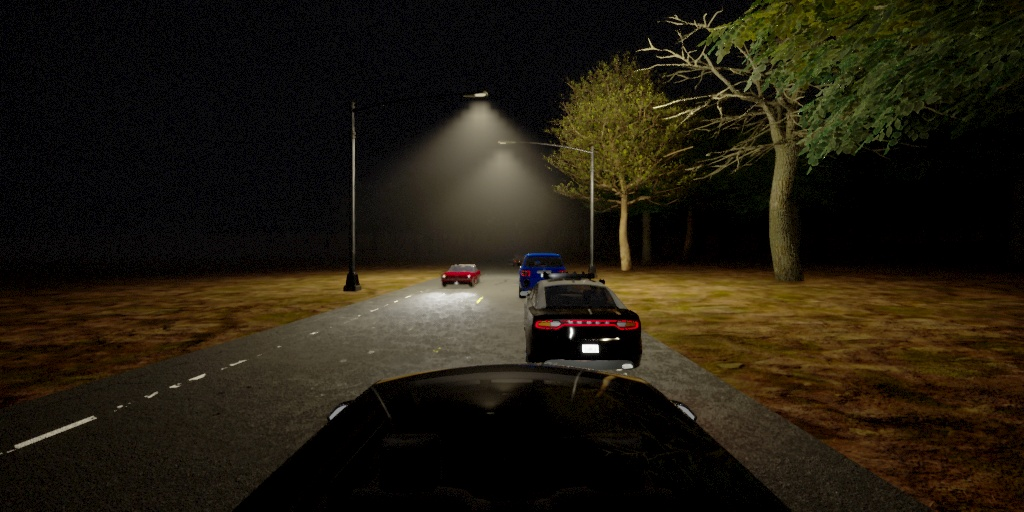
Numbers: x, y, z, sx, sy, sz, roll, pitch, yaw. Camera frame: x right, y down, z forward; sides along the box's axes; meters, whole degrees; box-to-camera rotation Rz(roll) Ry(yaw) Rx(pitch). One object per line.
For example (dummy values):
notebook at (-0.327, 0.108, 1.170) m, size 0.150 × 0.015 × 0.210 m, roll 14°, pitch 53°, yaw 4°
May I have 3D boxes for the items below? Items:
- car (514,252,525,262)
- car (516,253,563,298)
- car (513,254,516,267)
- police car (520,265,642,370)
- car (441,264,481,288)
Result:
car at (1.315, 0.188, 62.302) m, size 1.837 × 1.490 × 4.892 m, roll 0°, pitch 2°, yaw 1°
car at (1.425, 0.889, 17.800) m, size 2.150 × 2.045 × 5.566 m, roll 0°, pitch 1°, yaw 1°
car at (1.069, 0.677, 49.636) m, size 2.033 × 1.411 × 5.357 m, roll 0°, pitch 2°, yaw 2°
police car at (1.215, 1.159, 7.887) m, size 1.930 × 1.638 × 5.238 m, roll 0°, pitch 0°, yaw 1°
car at (-3.126, 1.218, 22.608) m, size 1.895 × 1.301 × 4.718 m, roll 0°, pitch 1°, yaw 1°
